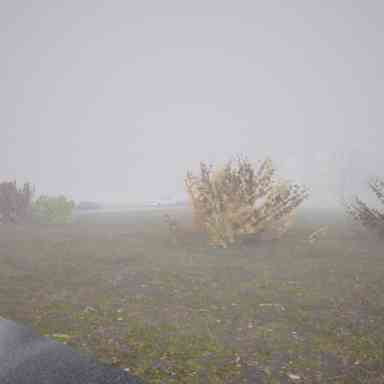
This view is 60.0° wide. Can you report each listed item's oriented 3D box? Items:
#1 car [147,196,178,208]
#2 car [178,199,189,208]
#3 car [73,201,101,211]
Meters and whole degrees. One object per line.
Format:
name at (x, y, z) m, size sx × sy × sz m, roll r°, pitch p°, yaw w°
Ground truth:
car at (-5.579, 1.784, 60.161) m, size 2.150 × 2.045 × 5.566 m, roll -1°, pitch -2°, yaw 36°
car at (-0.977, 2.010, 60.423) m, size 1.882 × 1.535 × 5.008 m, roll -1°, pitch -1°, yaw 36°
car at (-15.349, 1.926, 46.645) m, size 2.033 × 1.411 × 5.357 m, roll -1°, pitch -1°, yaw 36°
